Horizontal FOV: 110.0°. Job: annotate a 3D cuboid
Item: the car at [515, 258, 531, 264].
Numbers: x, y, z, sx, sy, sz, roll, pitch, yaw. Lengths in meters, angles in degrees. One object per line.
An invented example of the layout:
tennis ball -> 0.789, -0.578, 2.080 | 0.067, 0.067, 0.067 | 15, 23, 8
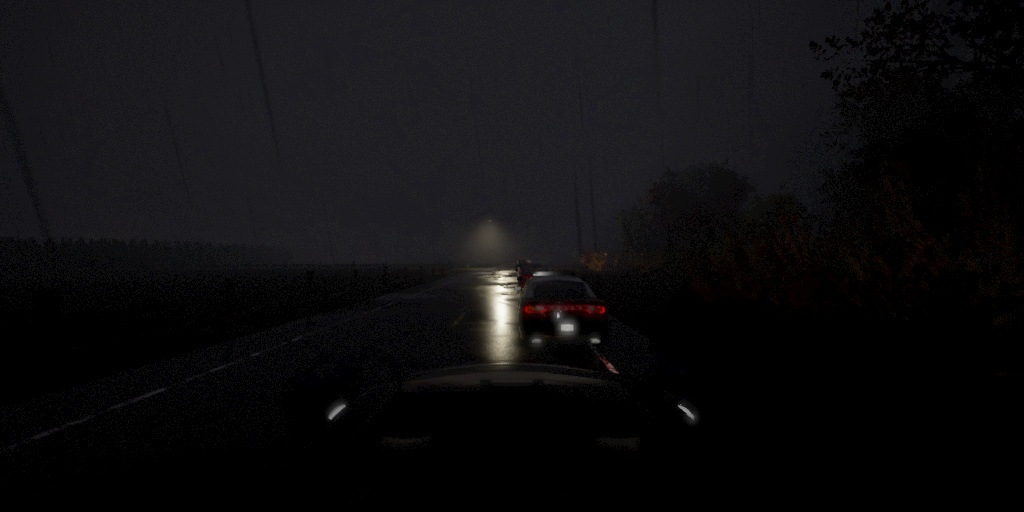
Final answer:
car -> 1.448, 1.313, 49.124 | 1.837, 1.490, 4.892 | 0, 0, 4

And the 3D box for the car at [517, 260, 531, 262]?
car -> 1.423, 1.261, 25.370 | 1.882, 1.535, 5.008 | 0, 0, 2

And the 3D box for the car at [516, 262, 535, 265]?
car -> 1.266, 1.254, 19.392 | 1.882, 1.535, 5.008 | 0, 0, 1

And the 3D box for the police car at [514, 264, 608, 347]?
police car -> 1.099, 1.188, 9.536 | 1.930, 1.638, 5.238 | 0, 0, 1

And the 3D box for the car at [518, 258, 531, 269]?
car -> 2.154, 1.169, 61.056 | 2.097, 1.767, 4.553 | 0, 0, 4
